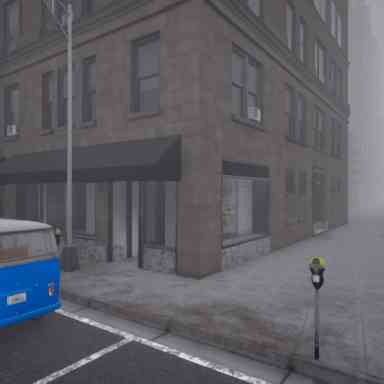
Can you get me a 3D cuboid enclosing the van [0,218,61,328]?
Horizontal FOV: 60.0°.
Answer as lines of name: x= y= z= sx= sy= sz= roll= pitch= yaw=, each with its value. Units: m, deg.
van: x=-4.088 y=1.340 z=5.994 sx=3.998 sy=1.788 sz=1.690 roll=0 pitch=0 yaw=35
